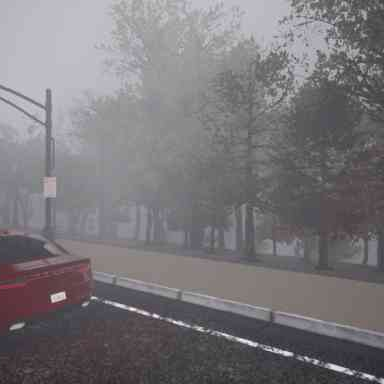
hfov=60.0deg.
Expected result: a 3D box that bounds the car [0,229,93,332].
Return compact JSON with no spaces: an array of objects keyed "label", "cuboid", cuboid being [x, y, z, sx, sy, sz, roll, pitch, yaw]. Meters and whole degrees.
[{"label":"car","cuboid":[-4.086,1.477,6.598,5.008,1.535,1.882,0,0,36]}]
